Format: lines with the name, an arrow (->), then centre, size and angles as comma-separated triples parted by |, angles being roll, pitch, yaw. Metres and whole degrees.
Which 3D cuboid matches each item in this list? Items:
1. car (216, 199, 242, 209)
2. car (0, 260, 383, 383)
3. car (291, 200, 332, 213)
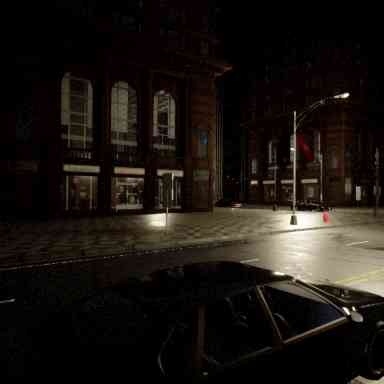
car -> 5.501, 1.773, 50.264 | 1.812, 1.442, 4.674 | 1, -1, -35
car -> 0.394, 1.548, 3.723 | 5.357, 1.411, 2.033 | 0, 0, -36
car -> 13.789, 1.687, 38.592 | 1.837, 1.490, 4.892 | 1, -1, -35
